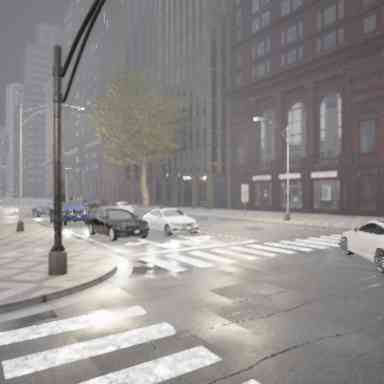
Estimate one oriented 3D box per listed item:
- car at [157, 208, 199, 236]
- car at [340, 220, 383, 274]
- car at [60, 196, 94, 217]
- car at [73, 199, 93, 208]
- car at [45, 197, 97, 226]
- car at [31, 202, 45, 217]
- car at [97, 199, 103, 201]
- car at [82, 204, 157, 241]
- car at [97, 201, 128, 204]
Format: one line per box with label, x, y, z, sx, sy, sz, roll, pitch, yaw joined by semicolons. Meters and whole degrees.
car;-1.394;1.690;19.851;1.812;1.442;4.674;0;0;-31
car;6.393;1.613;10.682;1.812;1.442;4.674;0;0;6
car;-12.775;1.525;36.680;2.150;2.045;5.566;0;0;-34
car;-18.827;1.924;57.361;1.882;1.535;5.008;0;0;-34
car;-9.711;1.455;26.339;2.150;2.045;5.566;0;0;-34
car;-15.497;1.830;34.894;1.812;1.442;4.674;0;0;-34
car;-13.659;1.859;49.778;1.882;1.535;5.008;0;0;-34
car;-4.086;1.642;18.026;1.882;1.535;5.008;0;0;-35
car;-6.831;1.778;27.886;2.033;1.411;5.357;0;0;-34
